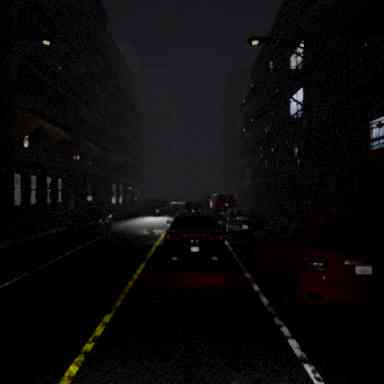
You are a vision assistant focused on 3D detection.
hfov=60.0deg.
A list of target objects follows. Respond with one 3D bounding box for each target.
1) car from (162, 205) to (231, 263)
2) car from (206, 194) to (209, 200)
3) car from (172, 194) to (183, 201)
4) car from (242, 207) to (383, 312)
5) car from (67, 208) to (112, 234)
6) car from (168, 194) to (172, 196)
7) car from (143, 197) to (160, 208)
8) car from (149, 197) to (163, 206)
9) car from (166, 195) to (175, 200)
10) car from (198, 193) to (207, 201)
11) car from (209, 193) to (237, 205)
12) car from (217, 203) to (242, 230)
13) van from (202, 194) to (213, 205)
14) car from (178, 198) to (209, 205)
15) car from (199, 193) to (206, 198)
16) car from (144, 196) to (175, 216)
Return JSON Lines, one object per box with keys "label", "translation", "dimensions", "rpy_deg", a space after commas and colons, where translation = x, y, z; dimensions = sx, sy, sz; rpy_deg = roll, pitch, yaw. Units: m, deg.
{"label": "car", "translation": [0.086, 1.464, 11.895], "dimensions": [1.882, 1.535, 5.008], "rpy_deg": [0, 0, 0]}
{"label": "car", "translation": [3.101, 1.187, 39.235], "dimensions": [2.150, 2.045, 5.566], "rpy_deg": [0, 0, 0]}
{"label": "car", "translation": [-3.010, 1.482, 73.848], "dimensions": [1.895, 1.301, 4.718], "rpy_deg": [0, 0, 0]}
{"label": "car", "translation": [2.692, 1.306, 7.603], "dimensions": [2.192, 1.841, 5.009], "rpy_deg": [0, 0, 0]}
{"label": "car", "translation": [-5.690, 1.560, 18.965], "dimensions": [1.802, 1.307, 4.206], "rpy_deg": [0, 0, 0]}
{"label": "car", "translation": [-5.698, 1.475, 75.789], "dimensions": [1.887, 1.381, 4.507], "rpy_deg": [0, 0, 0]}
{"label": "car", "translation": [-5.694, 1.496, 47.377], "dimensions": [1.887, 1.381, 4.507], "rpy_deg": [0, 0, 0]}
{"label": "car", "translation": [-5.695, 1.528, 53.059], "dimensions": [1.802, 1.307, 4.206], "rpy_deg": [0, 0, 0]}
{"label": "car", "translation": [-5.700, 1.475, 87.154], "dimensions": [2.008, 1.369, 4.403], "rpy_deg": [0, 0, 0]}
{"label": "car", "translation": [2.681, 1.239, 87.157], "dimensions": [2.192, 1.841, 5.009], "rpy_deg": [0, 0, 0]}
{"label": "car", "translation": [3.102, 1.193, 32.235], "dimensions": [2.150, 2.045, 5.566], "rpy_deg": [0, 0, 0]}
{"label": "car", "translation": [2.690, 1.529, 18.969], "dimensions": [2.008, 1.369, 4.403], "rpy_deg": [0, 0, 0]}
{"label": "van", "translation": [2.685, 1.283, 58.745], "dimensions": [1.690, 1.788, 3.998], "rpy_deg": [0, 0, 0]}
{"label": "car", "translation": [0.090, 1.516, 28.697], "dimensions": [2.033, 1.411, 5.357], "rpy_deg": [0, 0, 0]}
{"label": "car", "translation": [2.686, 1.261, 53.063], "dimensions": [2.192, 1.841, 5.009], "rpy_deg": [0, 0, 0]}
{"label": "car", "translation": [-3.104, 1.456, 32.564], "dimensions": [2.128, 1.511, 4.902], "rpy_deg": [0, 0, 0]}
